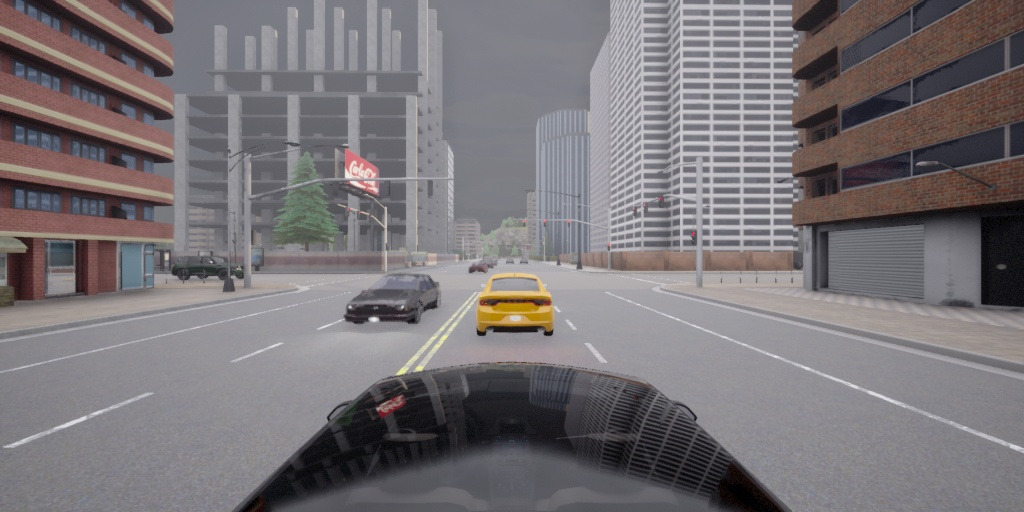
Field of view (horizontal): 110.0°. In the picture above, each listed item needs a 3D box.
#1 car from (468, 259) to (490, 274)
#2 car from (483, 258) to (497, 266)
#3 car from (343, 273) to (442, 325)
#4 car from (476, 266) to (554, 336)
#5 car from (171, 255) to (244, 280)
[{"bbox_3d":[-3.811,1.351,40.546,1.895,1.301,4.718,0,0,0],"label":"car"},{"bbox_3d":[-3.883,1.102,54.653,2.097,1.767,4.553,0,0,0],"label":"car"},{"bbox_3d":[-3.651,1.297,12.133,2.033,1.411,5.357,0,0,0],"label":"car"},{"bbox_3d":[0.063,1.228,10.429,1.882,1.535,5.008,0,0,0],"label":"car"},{"bbox_3d":[-25.310,0.972,30.256,5.566,2.045,2.150,0,0,-1],"label":"car"}]
